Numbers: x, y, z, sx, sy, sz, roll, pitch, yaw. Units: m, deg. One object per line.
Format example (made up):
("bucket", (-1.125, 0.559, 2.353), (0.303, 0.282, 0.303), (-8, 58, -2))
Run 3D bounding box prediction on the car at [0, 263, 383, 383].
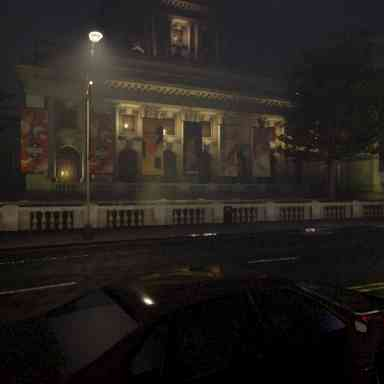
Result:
("car", (0.325, 1.547, 3.583), (5.357, 1.411, 2.033), (0, 0, -31))
